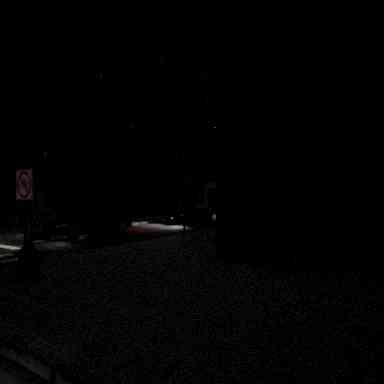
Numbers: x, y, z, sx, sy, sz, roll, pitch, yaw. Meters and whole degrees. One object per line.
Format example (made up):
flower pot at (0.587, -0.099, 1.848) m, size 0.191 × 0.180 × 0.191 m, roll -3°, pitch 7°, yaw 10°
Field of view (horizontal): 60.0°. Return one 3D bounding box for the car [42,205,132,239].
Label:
car at (-5.459, 1.513, 17.892) m, size 1.882 × 1.535 × 5.008 m, roll 0°, pitch 0°, yaw 35°

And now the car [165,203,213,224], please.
car at (-0.080, 1.579, 25.443) m, size 1.812 × 1.442 × 4.674 m, roll 0°, pitch 0°, yaw 35°
